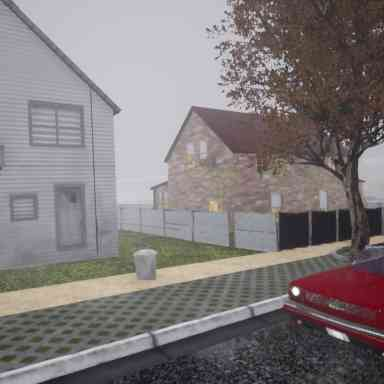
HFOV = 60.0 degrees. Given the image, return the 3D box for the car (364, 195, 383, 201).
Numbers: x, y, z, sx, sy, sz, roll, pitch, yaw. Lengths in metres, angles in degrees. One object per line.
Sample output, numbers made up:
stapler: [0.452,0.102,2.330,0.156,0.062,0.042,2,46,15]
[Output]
car: [28.544,1.582,53.915,2.150,2.045,5.566,-2,-1,1]

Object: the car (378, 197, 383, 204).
car: [38.469,1.656,64.920,1.994,1.385,4.181,-2,0,0]

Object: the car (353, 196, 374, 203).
car: [38.553,1.608,74.934,2.128,1.511,4.902,-2,0,0]

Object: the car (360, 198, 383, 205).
car: [35.226,1.819,65.298,1.895,1.301,4.718,-2,0,0]

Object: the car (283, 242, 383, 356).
car: [3.742,1.598,5.737,4.718,1.301,1.895,0,0,-35]
